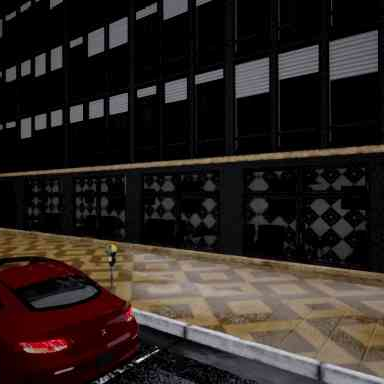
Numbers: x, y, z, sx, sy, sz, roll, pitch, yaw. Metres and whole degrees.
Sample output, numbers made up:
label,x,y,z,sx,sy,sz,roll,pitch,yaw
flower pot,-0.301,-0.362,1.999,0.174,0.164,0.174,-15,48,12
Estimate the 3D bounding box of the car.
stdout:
label,x,y,z,sx,sy,sz,roll,pitch,yaw
car,-2.578,1.582,4.665,4.206,1.307,1.802,0,0,35
